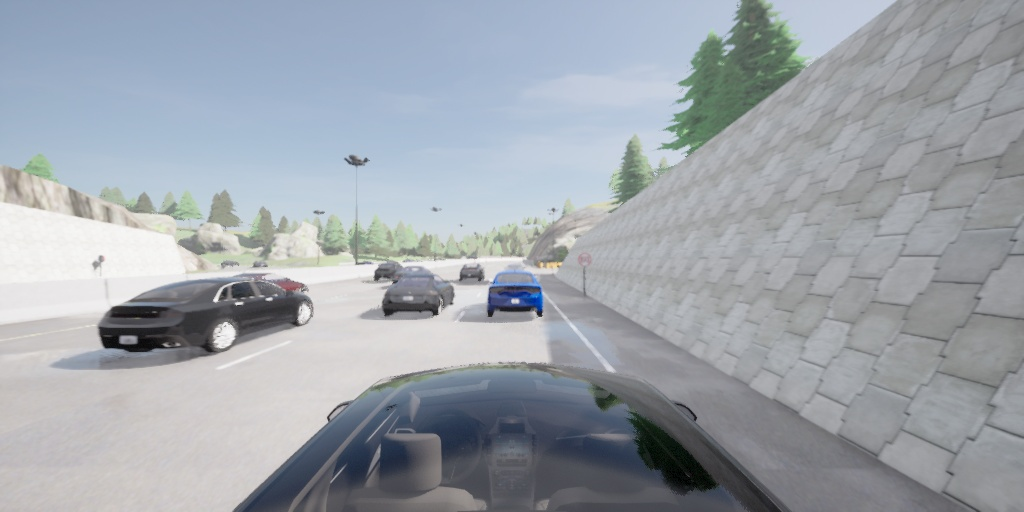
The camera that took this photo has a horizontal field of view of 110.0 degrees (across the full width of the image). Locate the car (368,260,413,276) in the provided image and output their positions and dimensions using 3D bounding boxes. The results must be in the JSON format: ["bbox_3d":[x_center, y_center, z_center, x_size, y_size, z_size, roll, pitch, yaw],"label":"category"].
[{"bbox_3d":[-10.390,1.364,31.136,1.837,1.490,4.892,0,0,0],"label":"car"}]

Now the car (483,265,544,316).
[{"bbox_3d":[0.104,1.271,13.666,1.882,1.535,5.008,0,0,0],"label":"car"}]

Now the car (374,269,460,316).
[{"bbox_3d":[-3.397,1.358,13.721,1.994,1.385,4.181,0,0,0],"label":"car"}]

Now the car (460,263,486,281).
[{"bbox_3d":[-3.390,1.349,31.019,2.128,1.511,4.902,0,0,0],"label":"car"}]

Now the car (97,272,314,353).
[{"bbox_3d":[-6.901,1.281,8.878,1.837,1.490,4.892,0,0,0],"label":"car"}]

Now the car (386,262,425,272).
[{"bbox_3d":[-6.892,1.386,25.616,2.033,1.411,5.357,0,0,0],"label":"car"}]

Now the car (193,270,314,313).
[{"bbox_3d":[-10.396,1.363,14.901,1.994,1.385,4.181,0,0,0],"label":"car"}]
